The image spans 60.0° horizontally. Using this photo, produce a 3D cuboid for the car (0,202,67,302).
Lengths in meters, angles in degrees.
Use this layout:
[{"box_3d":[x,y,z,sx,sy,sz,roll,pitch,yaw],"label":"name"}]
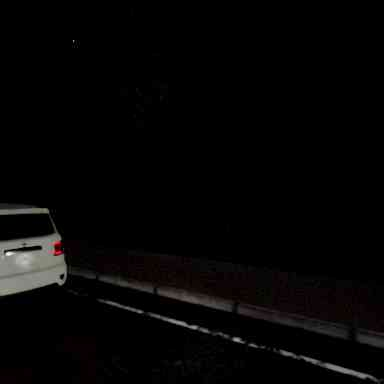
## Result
[{"box_3d":[-5.111,1.250,7.399,5.566,2.045,2.150,0,0,36],"label":"car"}]
